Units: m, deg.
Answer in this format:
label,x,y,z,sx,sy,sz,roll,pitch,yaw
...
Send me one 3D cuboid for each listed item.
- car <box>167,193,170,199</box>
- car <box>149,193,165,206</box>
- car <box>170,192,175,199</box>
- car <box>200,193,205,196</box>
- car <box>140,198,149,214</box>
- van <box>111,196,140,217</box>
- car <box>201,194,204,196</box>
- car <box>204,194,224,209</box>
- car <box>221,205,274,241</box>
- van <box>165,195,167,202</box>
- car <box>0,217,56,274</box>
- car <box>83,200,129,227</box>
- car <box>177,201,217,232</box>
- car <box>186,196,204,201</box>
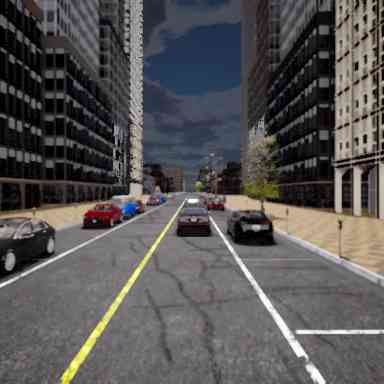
label,x,y,z,sx,sy,sz,roll,pitch,yaw
car,-5.689,1.268,61.492,1.947,1.339,4.313,0,0,0
car,-5.688,1.200,50.106,1.967,1.590,4.097,0,0,0
car,-5.690,1.110,84.089,1.752,1.417,4.829,0,0,0
car,2.692,1.256,55.955,1.752,1.417,4.829,0,0,0
car,-5.688,1.427,33.032,1.802,1.307,4.206,0,0,0
van,-5.687,1.214,27.338,1.690,1.788,3.998,0,0,0
car,2.692,1.343,50.093,1.802,1.307,4.206,0,0,0
car,2.693,1.258,38.708,1.967,1.590,4.097,0,0,0
car,2.693,1.493,15.943,1.947,1.339,4.313,0,0,0
van,-5.687,1.072,55.799,1.690,1.788,3.998,0,0,0
car,-5.687,1.503,10.263,2.008,1.369,4.403,0,0,0
car,-5.687,1.444,21.647,1.887,1.381,4.507,0,0,0
car,0.105,1.459,19.252,2.033,1.411,5.357,0,0,0
car,0.099,1.425,37.469,1.895,1.301,4.718,0,0,0
